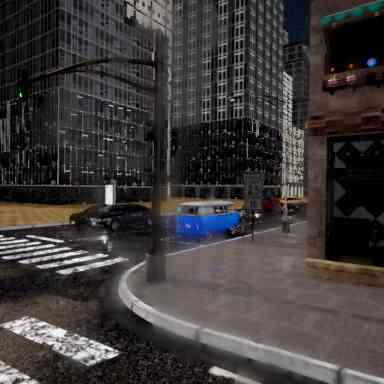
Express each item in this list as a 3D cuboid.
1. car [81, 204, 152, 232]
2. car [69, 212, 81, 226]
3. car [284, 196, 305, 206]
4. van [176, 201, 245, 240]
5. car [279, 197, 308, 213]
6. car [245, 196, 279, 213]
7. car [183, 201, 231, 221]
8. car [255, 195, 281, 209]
[{"bbox_3d":[-3.971,1.466,20.102,1.812,1.442,4.674,1,1,37],"label":"car"},{"bbox_3d":[-5.908,1.467,21.851,1.947,1.339,4.313,1,1,36],"label":"car"},{"bbox_3d":[16.496,1.363,53.232,1.752,1.417,4.829,1,1,36],"label":"car"},{"bbox_3d":[0.915,1.368,16.979,1.690,1.788,3.998,1,1,36],"label":"van"},{"bbox_3d":[11.653,1.549,36.485,1.895,1.301,4.718,1,1,36],"label":"car"},{"bbox_3d":[7.131,1.258,35.637,2.097,1.767,4.553,1,1,36],"label":"car"},{"bbox_3d":[1.301,1.487,27.502,1.994,1.385,4.181,1,1,35],"label":"car"},{"bbox_3d":[10.165,1.293,44.363,1.967,1.590,4.097,1,1,36],"label":"car"}]
